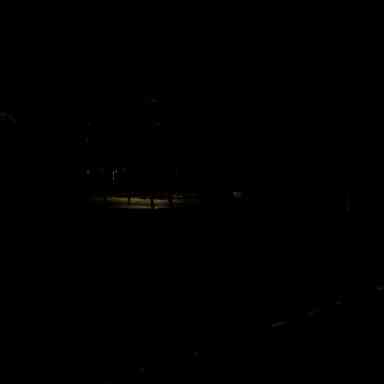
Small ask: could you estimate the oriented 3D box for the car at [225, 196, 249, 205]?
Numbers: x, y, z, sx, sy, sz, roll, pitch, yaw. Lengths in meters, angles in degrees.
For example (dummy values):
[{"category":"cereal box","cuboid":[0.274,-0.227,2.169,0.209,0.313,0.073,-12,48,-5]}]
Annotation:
[{"category":"car","cuboid":[7.321,1.431,55.095,1.812,1.442,4.674,1,0,-37]}]
